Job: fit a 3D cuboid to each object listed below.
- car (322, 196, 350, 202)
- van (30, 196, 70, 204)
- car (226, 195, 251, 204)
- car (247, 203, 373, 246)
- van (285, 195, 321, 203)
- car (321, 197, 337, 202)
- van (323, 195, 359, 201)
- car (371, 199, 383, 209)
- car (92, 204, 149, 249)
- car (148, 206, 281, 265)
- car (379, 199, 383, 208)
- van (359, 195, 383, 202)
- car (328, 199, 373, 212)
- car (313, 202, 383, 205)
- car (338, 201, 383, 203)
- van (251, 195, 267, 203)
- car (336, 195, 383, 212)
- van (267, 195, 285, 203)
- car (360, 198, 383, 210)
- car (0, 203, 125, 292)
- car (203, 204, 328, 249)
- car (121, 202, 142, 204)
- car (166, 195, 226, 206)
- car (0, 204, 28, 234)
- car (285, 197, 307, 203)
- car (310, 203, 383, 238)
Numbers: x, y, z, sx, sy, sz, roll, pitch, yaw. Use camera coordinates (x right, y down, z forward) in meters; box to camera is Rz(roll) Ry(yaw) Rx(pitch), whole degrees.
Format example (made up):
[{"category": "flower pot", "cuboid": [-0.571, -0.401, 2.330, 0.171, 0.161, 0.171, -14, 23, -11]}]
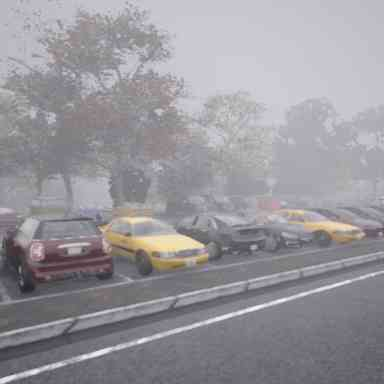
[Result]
[{"category": "car", "cuboid": [15.545, 1.611, 39.337, 2.163, 1.488, 4.792, 1, 0, -35]}, {"category": "van", "cuboid": [-9.333, 1.272, 21.756, 1.878, 1.987, 4.442, 0, 0, -35]}, {"category": "car", "cuboid": [2.142, 1.276, 29.738, 2.435, 2.045, 5.566, 0, 0, -35]}, {"category": "car", "cuboid": [5.217, 1.514, 15.682, 1.946, 1.575, 5.366, 0, 0, -35]}, {"category": "van", "cuboid": [11.231, 1.327, 36.102, 1.878, 1.987, 4.442, 0, 0, -36]}, {"category": "car", "cuboid": [13.393, 1.594, 37.808, 2.163, 1.488, 4.792, 0, 0, -35]}, {"category": "van", "cuboid": [17.754, 1.380, 41.016, 1.878, 1.987, 4.442, 1, 0, -35]}, {"category": "car", "cuboid": [29.208, 1.794, 49.014, 2.002, 1.452, 4.674, 1, 0, -35]}, {"category": "car", "cuboid": [-4.110, 1.500, 14.699, 5.008, 1.535, 1.882, 1, 0, -36]}, {"category": "car", "cuboid": [0.588, 1.507, 12.611, 2.231, 1.521, 4.892, 0, 0, -35]}, {"category": "car", "cuboid": [31.481, 1.813, 50.597, 2.163, 1.488, 4.792, 1, 0, -35]}, {"category": "van", "cuboid": [14.093, 1.315, 22.364, 1.878, 1.987, 4.442, 0, 0, -35]}, {"category": "car", "cuboid": [20.194, 1.664, 42.573, 2.163, 1.488, 4.792, 1, 0, -35]}, {"category": "car", "cuboid": [9.652, 1.559, 19.027, 2.163, 1.488, 4.792, 0, 0, -35]}, {"category": "car", "cuboid": [11.914, 1.564, 20.636, 2.163, 1.488, 4.792, 0, 0, -35]}, {"category": "van", "cuboid": [4.450, 1.307, 31.270, 1.878, 1.987, 4.442, 0, 0, -35]}, {"category": "car", "cuboid": [22.421, 1.413, 44.226, 2.435, 2.045, 5.566, 1, 0, -35]}, {"category": "van", "cuboid": [6.573, 1.313, 33.066, 1.878, 1.987, 4.442, 0, 0, -35]}, {"category": "car", "cuboid": [27.057, 1.721, 47.260, 1.946, 1.575, 5.366, 1, 0, -35]}, {"category": "car", "cuboid": [-3.922, 1.369, 9.373, 2.185, 1.767, 4.553, 0, 0, -35]}, {"category": "car", "cuboid": [2.844, 1.513, 14.230, 2.231, 1.521, 4.892, 0, 0, -35]}, {"category": "car", "cuboid": [-4.646, 1.509, 24.939, 2.097, 1.535, 5.008, 0, 0, -35]}, {"category": "car", "cuboid": [-0.116, 1.270, 28.132, 2.435, 2.045, 5.566, 0, 0, -35]}, {"category": "car", "cuboid": [-11.420, 1.532, 20.127, 2.002, 1.452, 4.674, 0, 0, -35]}, {"category": "car", "cuboid": [8.894, 1.544, 34.580, 2.097, 1.535, 5.008, 0, 0, -35]}, {"category": "car", "cuboid": [7.389, 1.553, 17.418, 2.163, 1.488, 4.792, 0, 0, -35]}]
